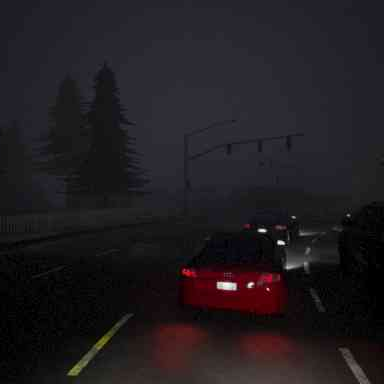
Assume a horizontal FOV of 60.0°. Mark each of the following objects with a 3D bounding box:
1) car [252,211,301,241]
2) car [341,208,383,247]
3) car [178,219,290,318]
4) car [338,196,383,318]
[{"bbox_3d":[3.780,1.564,15.549,1.994,1.385,4.181,0,0,26],"label":"car"},{"bbox_3d":[8.359,1.564,15.812,1.994,1.385,4.181,0,0,28],"label":"car"},{"bbox_3d":[1.123,1.564,7.577,1.994,1.385,4.181,0,0,15],"label":"car"},{"bbox_3d":[4.701,1.221,7.219,2.150,2.045,5.566,0,0,15],"label":"car"}]
